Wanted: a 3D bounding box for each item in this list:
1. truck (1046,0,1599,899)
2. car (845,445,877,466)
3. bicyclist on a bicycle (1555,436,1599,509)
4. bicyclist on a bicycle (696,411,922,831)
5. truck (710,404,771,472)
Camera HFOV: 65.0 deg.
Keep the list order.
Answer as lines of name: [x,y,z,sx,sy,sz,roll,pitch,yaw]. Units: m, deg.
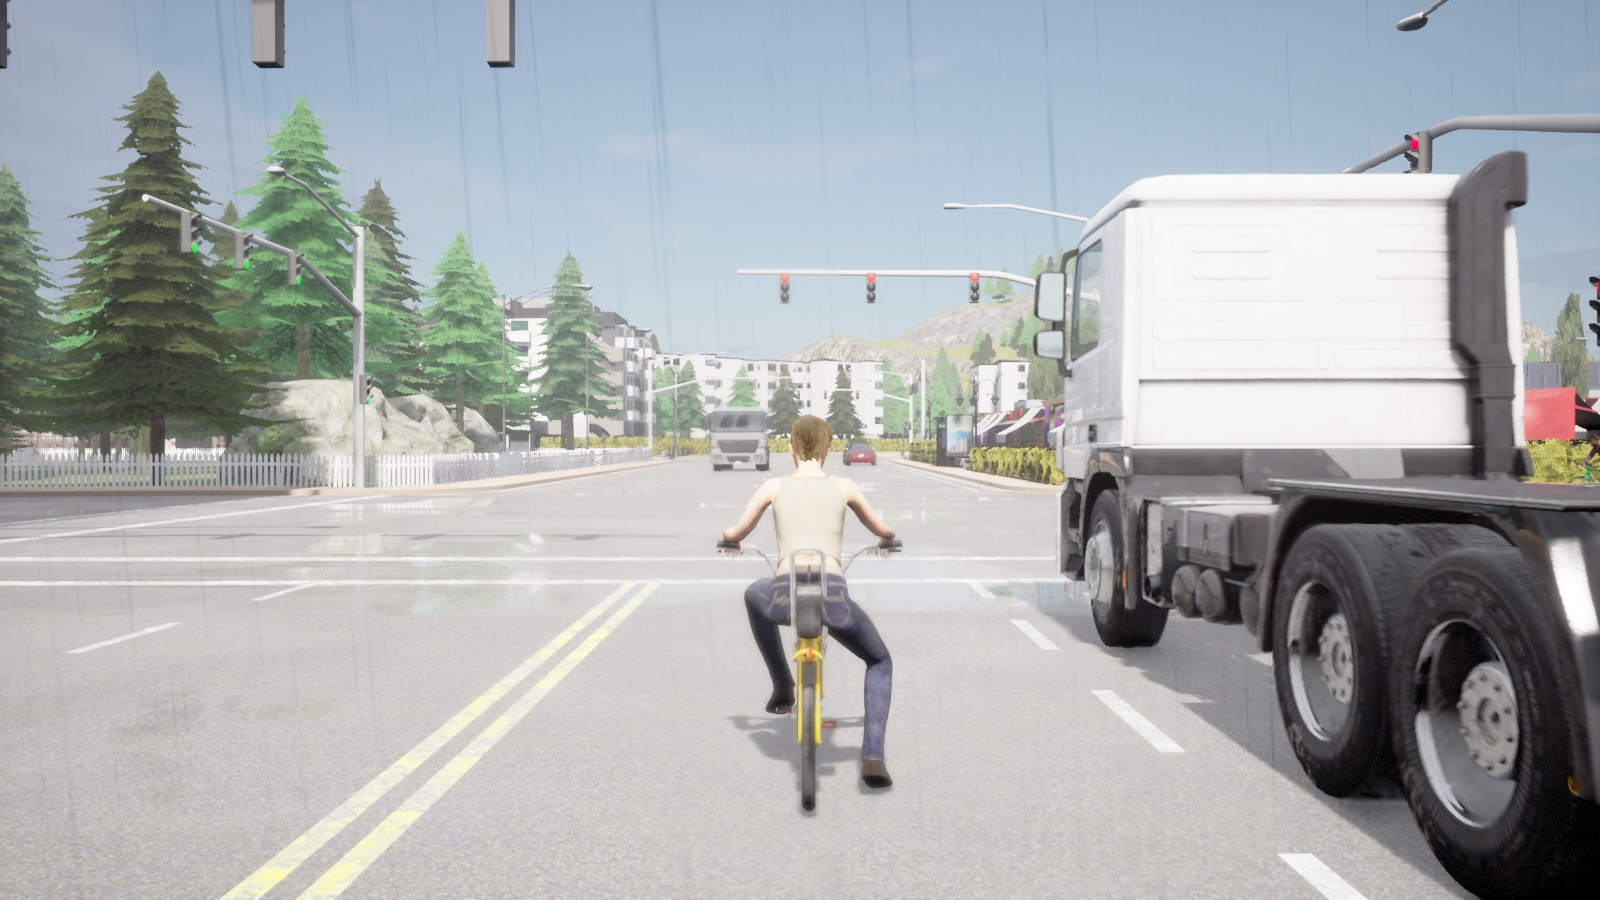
truck: [3.553,-0.273,6.868,2.891,3.462,7.936,0,0,0]
car: [3.959,0.341,82.368,1.994,1.385,4.181,0,0,1]
bicyclist on a bicycle: [17.999,0.497,28.247,1.656,1.620,0.582,0,0,0]
bicyclist on a bicycle: [0.042,0.651,5.576,0.866,1.612,1.509,0,0,1]
truck: [-3.114,-0.627,67.817,2.891,3.462,7.936,0,0,0]
